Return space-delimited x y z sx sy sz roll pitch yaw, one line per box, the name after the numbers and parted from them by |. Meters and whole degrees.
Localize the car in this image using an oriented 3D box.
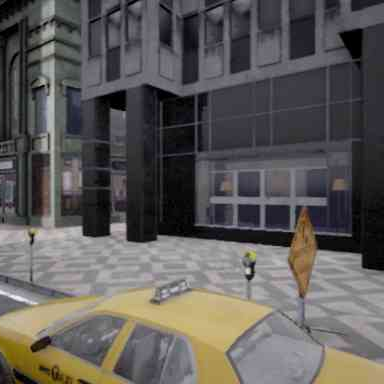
-0.402 1.535 3.246 4.829 1.417 1.752 0 0 35 | car
